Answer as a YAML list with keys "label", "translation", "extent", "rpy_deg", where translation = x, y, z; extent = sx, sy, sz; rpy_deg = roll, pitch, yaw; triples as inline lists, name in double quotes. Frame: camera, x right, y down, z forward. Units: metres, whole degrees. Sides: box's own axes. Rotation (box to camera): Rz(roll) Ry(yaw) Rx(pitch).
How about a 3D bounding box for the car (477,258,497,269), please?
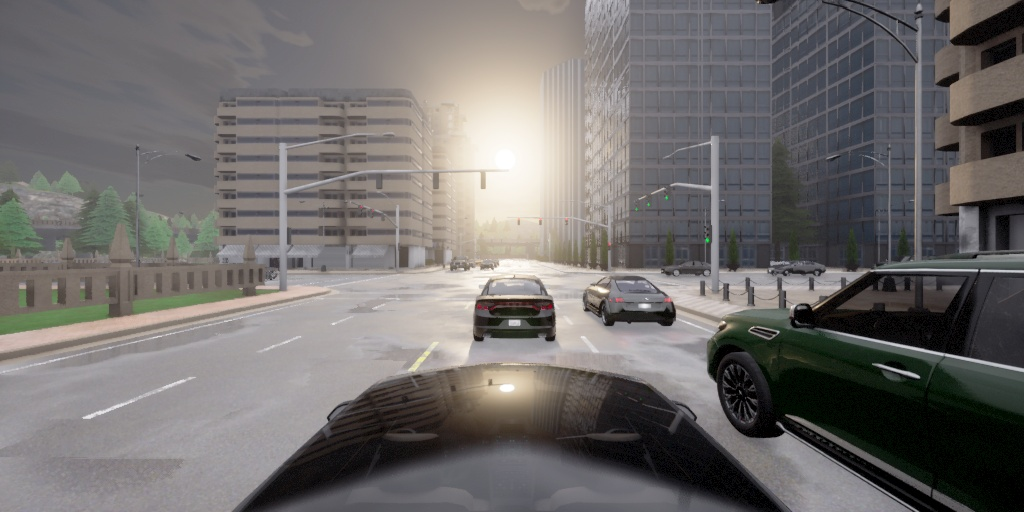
- label: "car"
  translation: [-3.612, 1.255, 52.969]
  extent: [1.837, 1.490, 4.892]
  rpy_deg: [0, 0, 0]

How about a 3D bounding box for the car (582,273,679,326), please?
- label: "car"
  translation: [3.575, 1.314, 11.643]
  extent: [1.994, 1.385, 4.181]
  rpy_deg: [0, 0, 0]

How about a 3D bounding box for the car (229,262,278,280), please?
- label: "car"
  translation: [-20.752, 1.220, 27.801]
  extent: [4.674, 1.442, 1.812]
  rpy_deg: [0, 0, 3]

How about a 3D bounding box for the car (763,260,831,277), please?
- label: "car"
  translation: [27.380, 1.186, 34.589]
  extent: [4.902, 1.511, 2.128]
  rpy_deg: [0, 0, 0]

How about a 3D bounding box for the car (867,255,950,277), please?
- label: "car"
  translation: [38.087, 0.916, 34.530]
  extent: [5.566, 2.045, 2.150]
  rpy_deg: [0, 0, 0]

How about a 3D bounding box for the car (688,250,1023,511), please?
- label: "car"
  translation: [3.601, 0.971, 2.288]
  extent: [2.150, 2.045, 5.566]
  rpy_deg: [0, 0, 0]

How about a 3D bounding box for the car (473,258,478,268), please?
- label: "car"
  translation: [-7.103, 1.255, 59.303]
  extent: [1.837, 1.490, 4.892]
  rpy_deg: [0, 0, 0]

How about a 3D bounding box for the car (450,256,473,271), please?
- label: "car"
  translation: [-7.114, 0.972, 49.599]
  extent: [2.150, 2.045, 5.566]
  rpy_deg: [0, 0, 0]

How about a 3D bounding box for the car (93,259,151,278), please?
- label: "car"
  translation: [-32.269, 1.220, 29.094]
  extent: [4.674, 1.442, 1.812]
  rpy_deg: [0, 0, 14]

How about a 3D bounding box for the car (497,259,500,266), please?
- label: "car"
  translation: [-3.589, 1.241, 62.309]
  extent: [2.128, 1.511, 4.902]
  rpy_deg: [0, 0, 0]

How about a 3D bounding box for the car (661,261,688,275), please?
- label: "car"
  translation: [16.965, 1.199, 34.648]
  extent: [4.892, 1.490, 1.837]
  rpy_deg: [0, 0, 0]

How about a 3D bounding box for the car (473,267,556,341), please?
- label: "car"
  translation: [0.066, 1.228, 9.864]
  extent: [1.882, 1.535, 5.008]
  rpy_deg: [0, 0, 0]

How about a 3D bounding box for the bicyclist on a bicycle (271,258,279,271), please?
- label: "bicyclist on a bicycle"
  translation: [-26.094, 0.995, 39.820]
  extent: [0.582, 1.620, 1.656]
  rpy_deg: [0, 0, 7]

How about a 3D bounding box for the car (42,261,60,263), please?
- label: "car"
  translation: [-42.057, 1.220, 32.873]
  extent: [4.674, 1.442, 1.812]
  rpy_deg: [0, 0, 29]
